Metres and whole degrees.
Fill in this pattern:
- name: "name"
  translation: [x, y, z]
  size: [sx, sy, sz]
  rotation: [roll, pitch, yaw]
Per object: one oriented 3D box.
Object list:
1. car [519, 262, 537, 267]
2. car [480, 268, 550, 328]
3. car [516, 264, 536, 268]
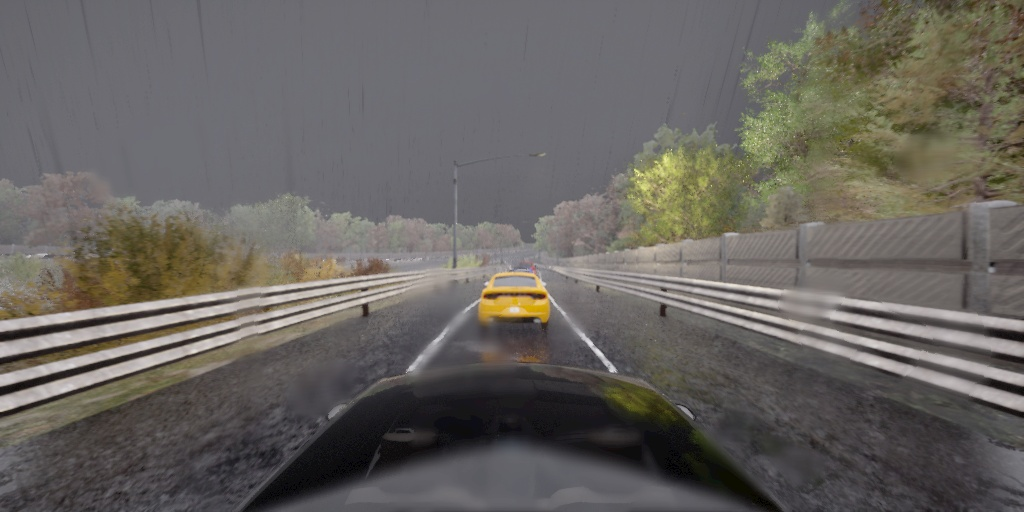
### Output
- name: "car"
  translation: [1.772, 1.704, 43.445]
  size: [2.150, 2.045, 5.566]
  rotation: [0, -1, 4]
- name: "car"
  translation: [0.106, 1.257, 11.445]
  size: [1.882, 1.535, 5.008]
  rotation: [0, -1, 1]
- name: "car"
  translation: [0.998, 1.694, 32.056]
  size: [1.882, 1.535, 5.008]
  rotation: [0, -1, 3]
